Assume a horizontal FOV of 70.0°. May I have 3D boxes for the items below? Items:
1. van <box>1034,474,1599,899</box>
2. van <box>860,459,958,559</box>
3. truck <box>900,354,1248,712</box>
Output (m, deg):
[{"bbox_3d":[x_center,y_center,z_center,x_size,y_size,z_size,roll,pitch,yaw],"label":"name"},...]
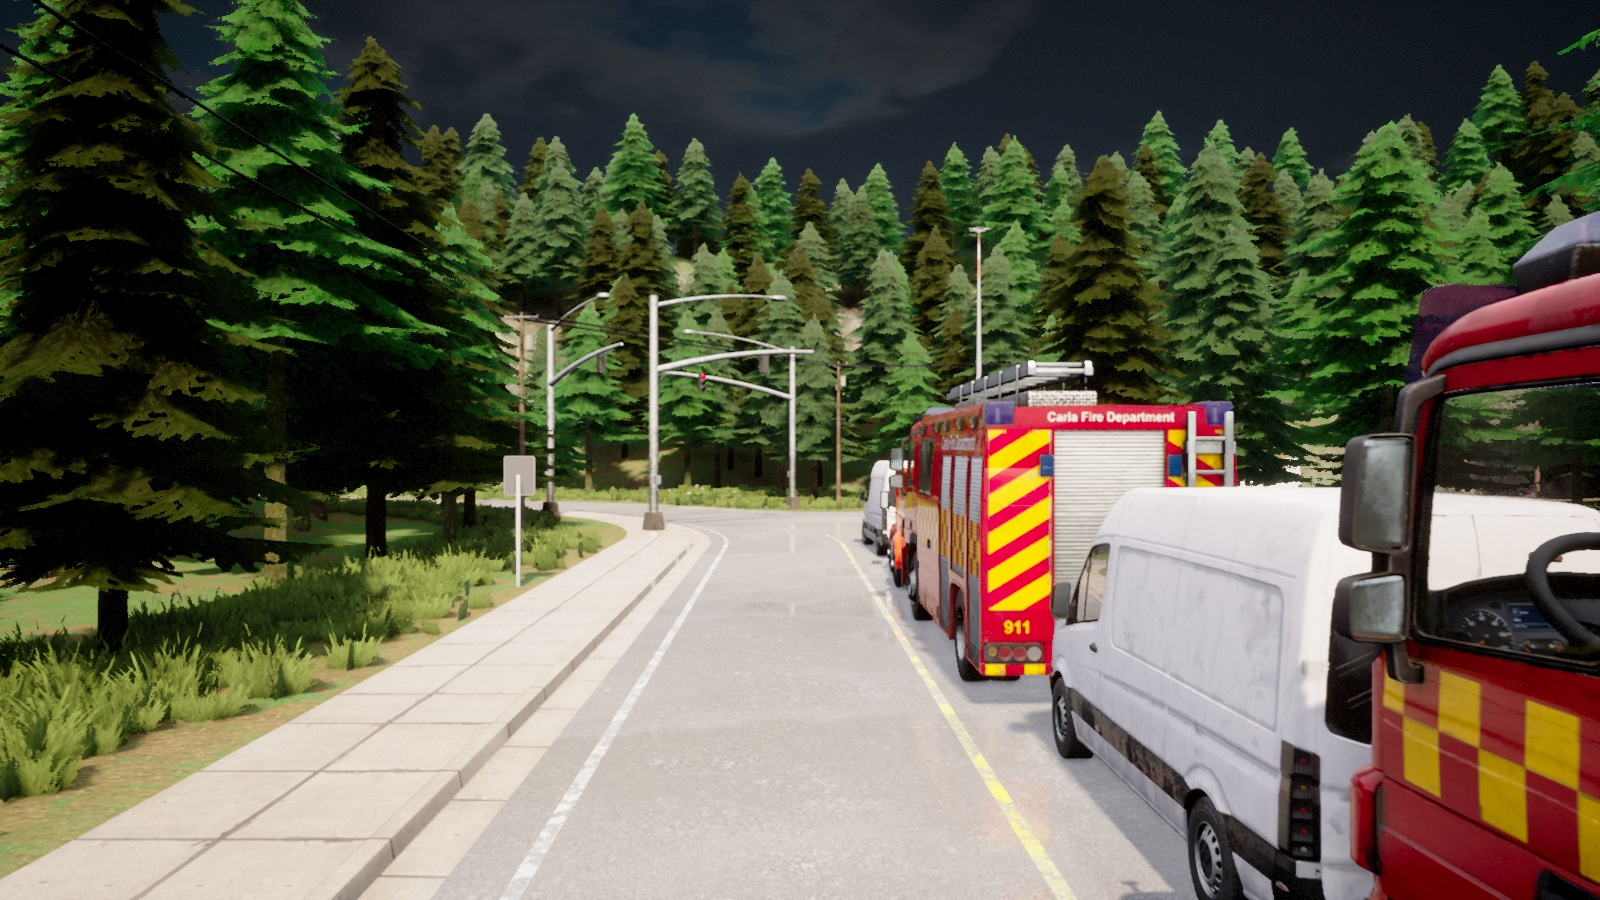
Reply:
[{"bbox_3d":[3.403,1.519,8.617,1.988,2.561,5.915,0,0,-1],"label":"van"},{"bbox_3d":[2.979,1.544,32.509,1.988,2.561,5.915,0,0,-2],"label":"van"},{"bbox_3d":[3.306,0.884,16.467,2.891,3.827,8.468,0,0,-1],"label":"truck"}]
